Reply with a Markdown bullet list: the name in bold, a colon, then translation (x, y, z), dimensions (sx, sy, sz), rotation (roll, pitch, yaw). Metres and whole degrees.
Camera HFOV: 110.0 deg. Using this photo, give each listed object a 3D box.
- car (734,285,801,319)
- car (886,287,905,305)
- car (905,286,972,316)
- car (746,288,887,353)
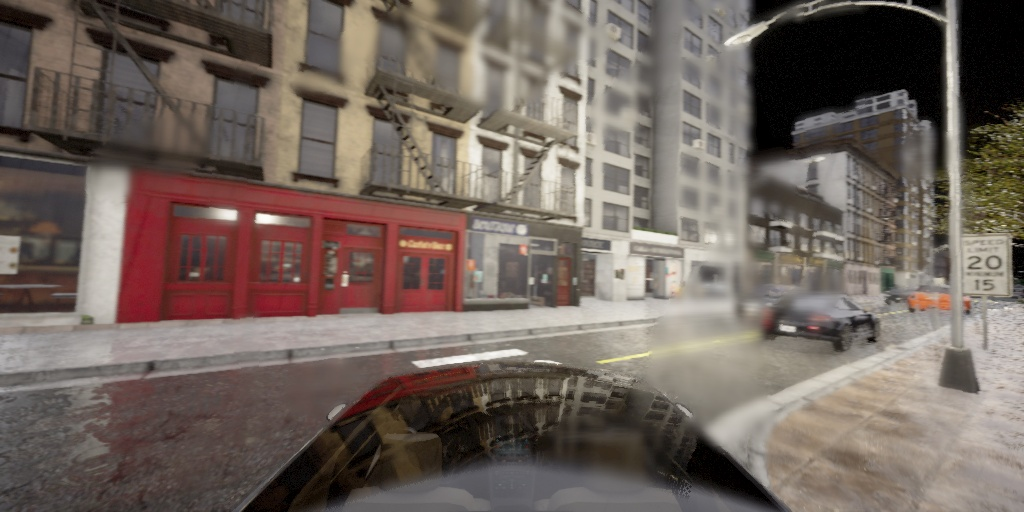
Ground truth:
- **car**: translation (11.735, 2.055, 15.847), dimensions (4.902, 1.511, 2.128), rotation (3, -3, -34)
- **car**: translation (32.742, 3.355, 29.724), dimensions (4.892, 1.490, 1.837), rotation (4, -3, -33)
- **car**: translation (26.302, 2.631, 21.999), dimensions (4.553, 1.767, 2.097), rotation (4, -3, -34)
- **car**: translation (9.021, 1.804, 10.496), dimensions (4.674, 1.442, 1.812), rotation (3, -3, -34)
